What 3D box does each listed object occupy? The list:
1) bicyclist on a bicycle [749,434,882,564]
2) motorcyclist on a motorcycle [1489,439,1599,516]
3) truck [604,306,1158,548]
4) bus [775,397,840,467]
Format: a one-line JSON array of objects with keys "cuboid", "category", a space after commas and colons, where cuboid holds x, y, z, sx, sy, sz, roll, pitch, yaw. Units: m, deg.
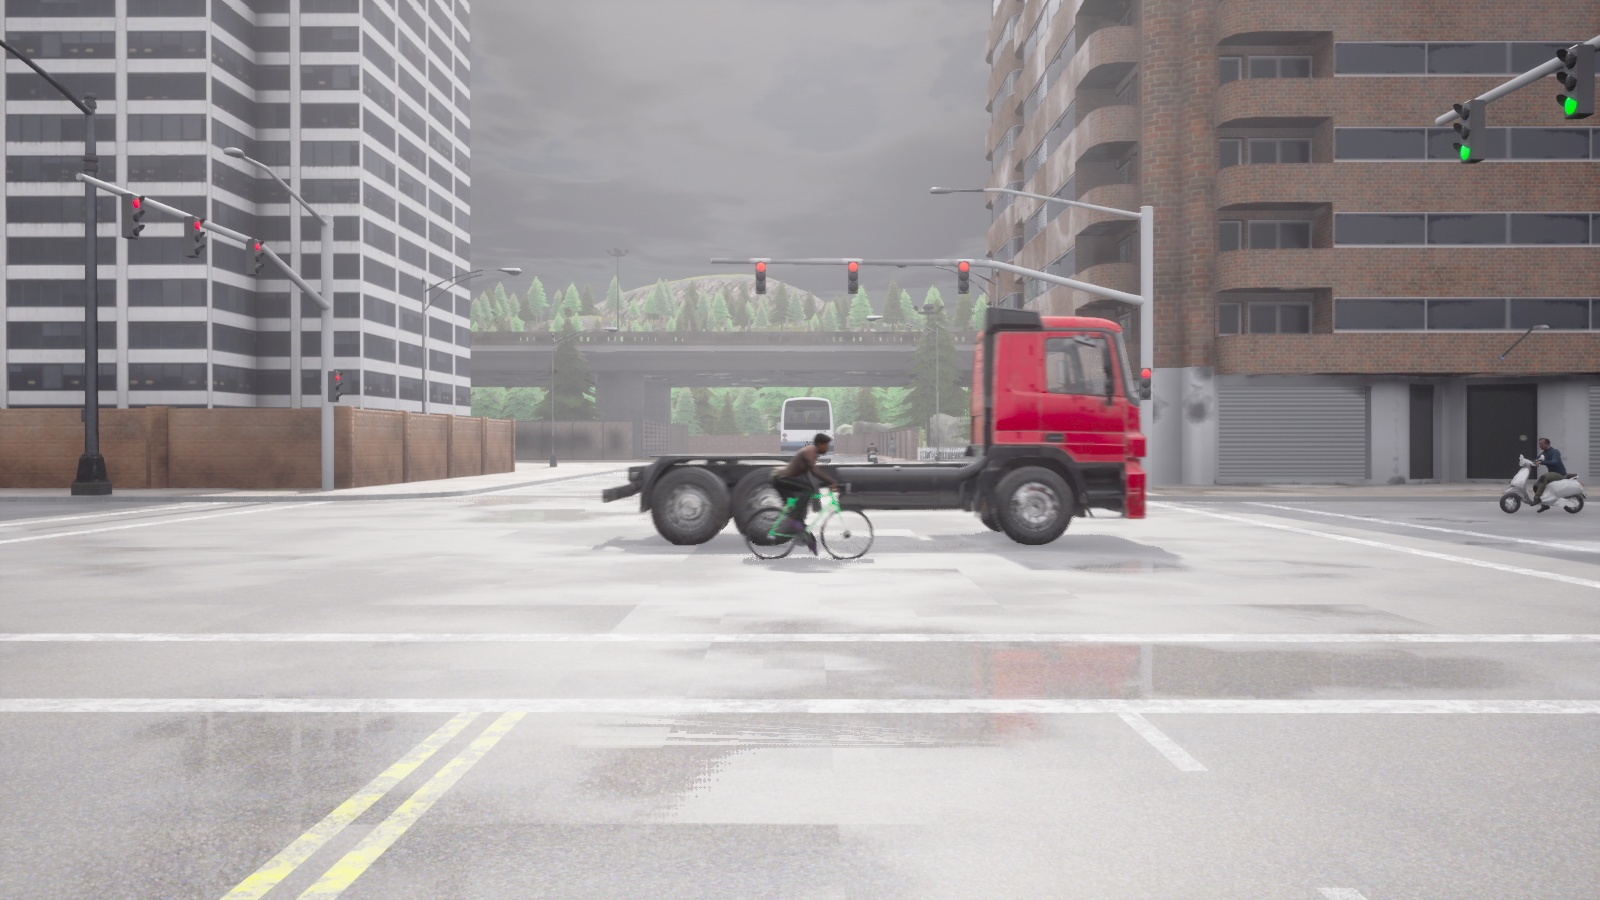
[{"cuboid": [0.194, 0.609, 15.968, 1.656, 1.620, 0.582, 0, 0, 1], "category": "bicyclist on a bicycle"}, {"cuboid": [15.578, 0.564, 26.303, 1.817, 1.590, 0.866, 0, 0, 1], "category": "motorcyclist on a motorcycle"}, {"cuboid": [1.161, -0.344, 19.453, 7.936, 3.462, 2.891, 0, 0, 1], "category": "truck"}, {"cuboid": [0.456, -1.110, 81.510, 3.944, 4.253, 10.273, 0, 0, 0], "category": "bus"}]
